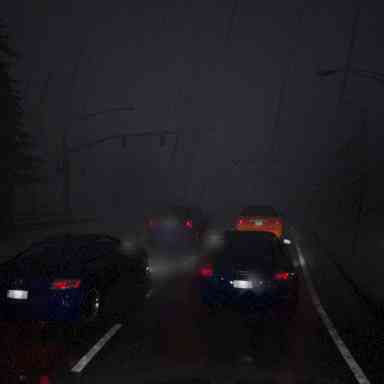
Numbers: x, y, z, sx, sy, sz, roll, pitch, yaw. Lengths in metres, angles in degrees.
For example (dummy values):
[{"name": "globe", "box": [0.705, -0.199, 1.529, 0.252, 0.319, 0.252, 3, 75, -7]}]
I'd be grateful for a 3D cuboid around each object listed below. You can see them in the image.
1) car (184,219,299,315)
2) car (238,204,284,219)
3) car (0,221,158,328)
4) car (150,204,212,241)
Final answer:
[{"name": "car", "box": [1.325, 1.566, 7.705, 1.994, 1.385, 4.181, 0, 0, 13]}, {"name": "car", "box": [3.356, 1.355, 16.116, 2.097, 1.767, 4.553, 0, 0, 14]}, {"name": "car", "box": [-2.351, 1.565, 7.162, 1.994, 1.385, 4.181, 0, 0, 10]}, {"name": "car", "box": [-0.389, 1.355, 15.575, 2.097, 1.767, 4.553, 0, 0, 14]}]
